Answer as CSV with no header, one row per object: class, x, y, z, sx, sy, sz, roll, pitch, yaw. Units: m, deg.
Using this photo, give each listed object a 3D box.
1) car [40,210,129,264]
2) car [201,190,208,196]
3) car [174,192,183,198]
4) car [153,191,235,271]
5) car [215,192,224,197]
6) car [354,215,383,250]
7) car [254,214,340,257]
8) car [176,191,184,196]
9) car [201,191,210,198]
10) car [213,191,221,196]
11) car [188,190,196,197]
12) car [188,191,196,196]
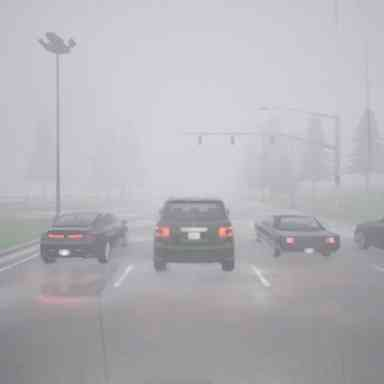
car,-3.428,1.382,11.387,1.837,1.490,4.892,0,0,0
car,3.492,0.314,94.988,1.882,1.535,5.008,0,1,0
car,-3.507,0.644,84.571,2.033,1.411,5.357,0,1,0
car,0.068,1.109,10.634,2.150,2.045,5.566,0,1,0
car,6.993,0.653,84.955,1.994,1.385,4.181,0,1,0
car,7.070,1.377,10.760,2.128,1.511,4.902,0,1,0
car,3.578,1.470,12.306,1.895,1.301,4.718,0,1,0
car,-3.508,0.376,94.988,2.033,1.411,5.357,0,1,0
car,3.493,0.630,84.571,2.128,1.511,4.902,0,1,0
car,6.992,0.389,94.989,1.994,1.385,4.181,0,1,0
car,-0.007,0.457,84.956,2.097,1.767,4.553,0,1,0
car,-0.008,0.362,94.989,2.128,1.511,4.902,0,1,0
